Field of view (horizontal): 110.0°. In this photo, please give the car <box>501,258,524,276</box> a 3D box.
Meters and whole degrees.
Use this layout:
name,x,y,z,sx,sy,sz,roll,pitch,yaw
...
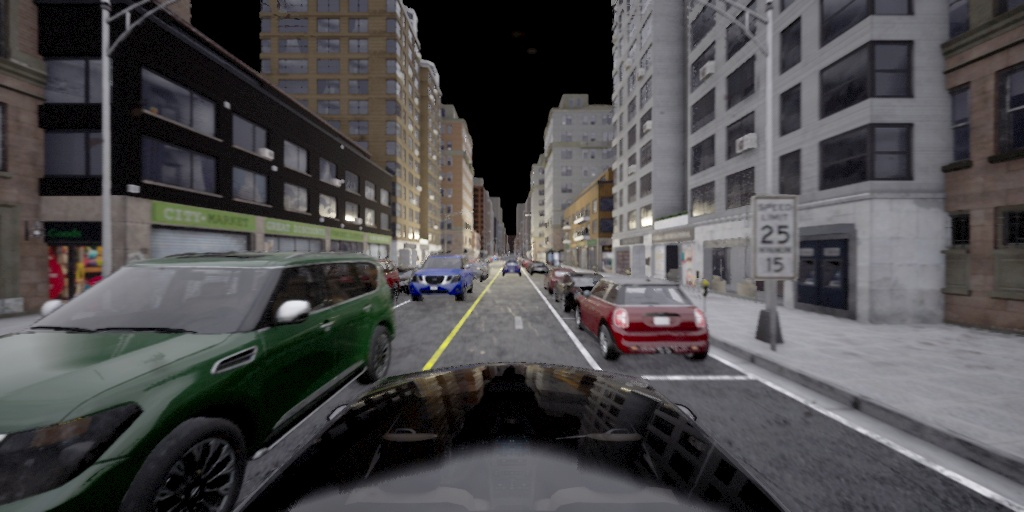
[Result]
name,x,y,z,sx,sy,sz,roll,pitch,yaw
car,-0.013,1.200,35.392,1.812,1.442,4.674,0,0,0

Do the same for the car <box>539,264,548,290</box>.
name,x,y,z,sx,sy,sz,roll,pitch,yaw
car,2.660,1.292,19.372,1.802,1.307,4.207,0,0,0

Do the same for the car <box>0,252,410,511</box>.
name,x,y,z,sx,sy,sz,roll,pitch,yaw
car,-3.091,0.966,4.098,2.150,2.045,5.566,0,0,0

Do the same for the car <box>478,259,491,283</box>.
name,x,y,z,sx,sy,sz,roll,pitch,yaw
car,-3.013,1.196,27.634,2.128,1.511,4.902,0,0,0

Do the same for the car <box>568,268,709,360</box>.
name,x,y,z,sx,sy,sz,roll,pitch,yaw
car,2.665,1.174,8.322,1.967,1.591,4.097,0,0,0

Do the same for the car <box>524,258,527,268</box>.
name,x,y,z,sx,sy,sz,roll,pitch,yaw
car,2.650,1.226,41.472,1.948,1.339,4.313,0,0,0

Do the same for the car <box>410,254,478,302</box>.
name,x,y,z,sx,sy,sz,roll,pitch,yaw
car,-3.099,0.940,17.033,2.150,2.045,5.566,0,0,0

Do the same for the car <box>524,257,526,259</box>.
name,x,y,z,sx,sy,sz,roll,pitch,yaw
car,2.647,1.193,46.997,1.888,1.381,4.507,0,0,0

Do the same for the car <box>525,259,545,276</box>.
name,x,y,z,sx,sy,sz,roll,pitch,yaw
car,2.652,1.239,35.947,1.948,1.339,4.313,0,0,0

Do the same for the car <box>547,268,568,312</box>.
name,x,y,z,sx,sy,sz,roll,pitch,yaw
car,2.663,1.288,13.847,1.948,1.339,4.313,0,0,0

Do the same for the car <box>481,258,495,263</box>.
name,x,y,z,sx,sy,sz,roll,pitch,yaw
car,-3.054,1.224,34.635,2.033,1.411,5.357,0,0,0
